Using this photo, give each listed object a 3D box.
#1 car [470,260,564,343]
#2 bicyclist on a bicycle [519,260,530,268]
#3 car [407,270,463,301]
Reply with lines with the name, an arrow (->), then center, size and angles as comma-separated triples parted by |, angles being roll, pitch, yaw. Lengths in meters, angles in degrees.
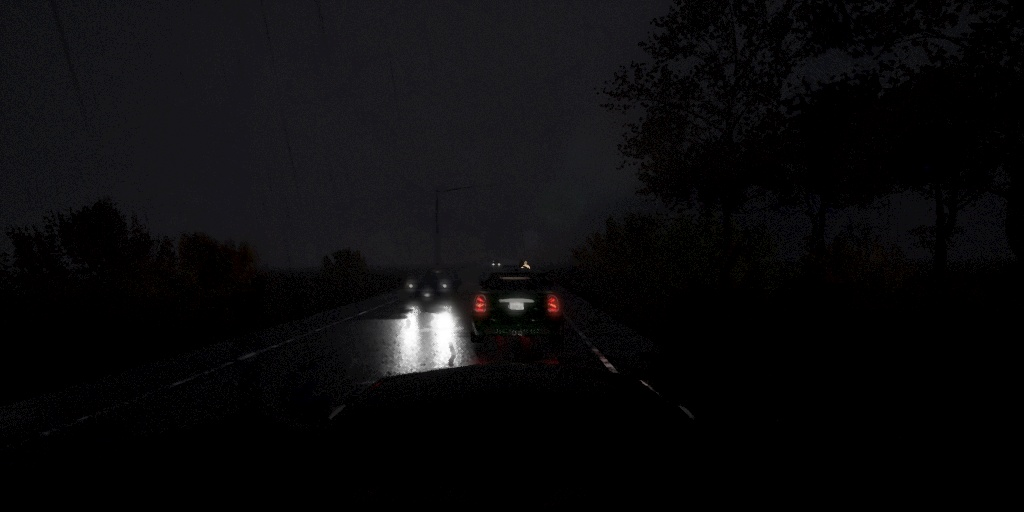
car -> 0.113, 1.099, 9.818 | 2.097, 1.767, 4.553 | 0, 0, 0
bicyclist on a bicycle -> 0.975, 1.177, 25.641 | 0.866, 1.612, 1.509 | 0, 0, 1
car -> -3.581, 1.345, 17.373 | 1.895, 1.301, 4.718 | 0, 0, 0
